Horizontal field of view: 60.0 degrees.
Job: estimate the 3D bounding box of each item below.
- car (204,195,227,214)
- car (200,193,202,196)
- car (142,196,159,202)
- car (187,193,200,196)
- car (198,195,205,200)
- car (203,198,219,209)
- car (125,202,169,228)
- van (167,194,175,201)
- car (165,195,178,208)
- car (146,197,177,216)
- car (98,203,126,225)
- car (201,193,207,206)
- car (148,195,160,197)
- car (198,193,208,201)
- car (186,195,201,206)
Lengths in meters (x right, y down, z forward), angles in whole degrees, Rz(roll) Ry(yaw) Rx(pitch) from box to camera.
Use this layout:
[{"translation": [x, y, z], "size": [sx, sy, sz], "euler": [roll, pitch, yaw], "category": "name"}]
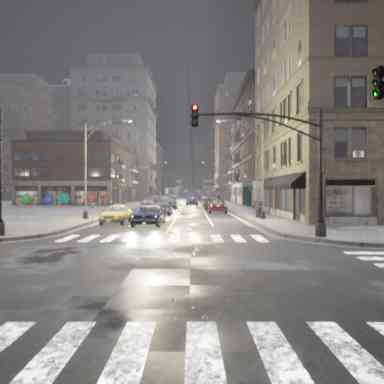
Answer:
[{"translation": [2.635, 1.427, 35.322], "size": [1.967, 1.590, 4.097], "euler": [0, 0, 0], "category": "car"}, {"translation": [2.633, 1.526, 69.294], "size": [2.008, 1.369, 4.403], "euler": [0, 0, 0], "category": "car"}, {"translation": [-5.390, 1.535, 40.984], "size": [2.008, 1.369, 4.403], "euler": [0, 0, 0], "category": "car"}, {"translation": [-0.004, 1.199, 64.116], "size": [2.150, 2.045, 5.566], "euler": [0, 0, 0], "category": "car"}, {"translation": [2.632, 1.536, 91.941], "size": [1.947, 1.339, 4.313], "euler": [0, 0, 0], "category": "car"}, {"translation": [2.635, 1.549, 46.646], "size": [1.947, 1.339, 4.313], "euler": [0, 0, 0], "category": "car"}, {"translation": [-2.883, 1.592, 22.520], "size": [1.895, 1.301, 4.718], "euler": [0, 0, 1], "category": "car"}, {"translation": [-5.393, 1.313, 86.279], "size": [1.690, 1.788, 3.998], "euler": [0, 0, 0], "category": "van"}, {"translation": [-2.844, 1.510, 42.098], "size": [1.812, 1.442, 4.674], "euler": [0, 0, 0], "category": "car"}, {"translation": [-2.857, 1.535, 32.257], "size": [2.033, 1.411, 5.357], "euler": [0, 0, 0], "category": "car"}, {"translation": [-5.389, 1.516, 23.828], "size": [1.752, 1.417, 4.829], "euler": [0, 0, 0], "category": "car"}, {"translation": [2.635, 1.300, 40.984], "size": [2.192, 1.841, 5.009], "euler": [0, 0, 0], "category": "car"}, {"translation": [-5.390, 1.298, 46.646], "size": [2.192, 1.841, 5.009], "euler": [0, 0, 0], "category": "car"}, {"translation": [2.633, 1.288, 80.617], "size": [2.192, 1.841, 5.009], "euler": [0, 0, 0], "category": "car"}, {"translation": [-0.003, 1.581, 53.814], "size": [1.895, 1.301, 4.718], "euler": [0, 0, 0], "category": "car"}]
